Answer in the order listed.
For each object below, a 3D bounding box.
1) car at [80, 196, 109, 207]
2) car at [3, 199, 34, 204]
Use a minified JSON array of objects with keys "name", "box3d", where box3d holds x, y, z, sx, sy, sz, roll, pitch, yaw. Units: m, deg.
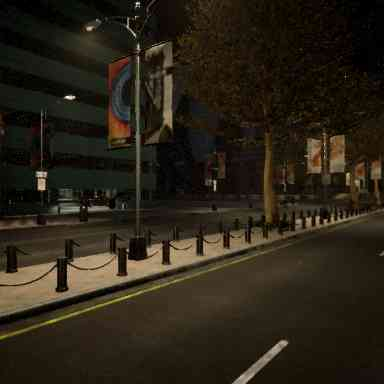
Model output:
[{"name":"car","box3d":[-13.137,1.318,46.050,2.002,1.452,4.674,0,0,38]},{"name":"car","box3d":[-17.369,1.411,33.891,2.161,1.482,4.786,0,0,38]}]
